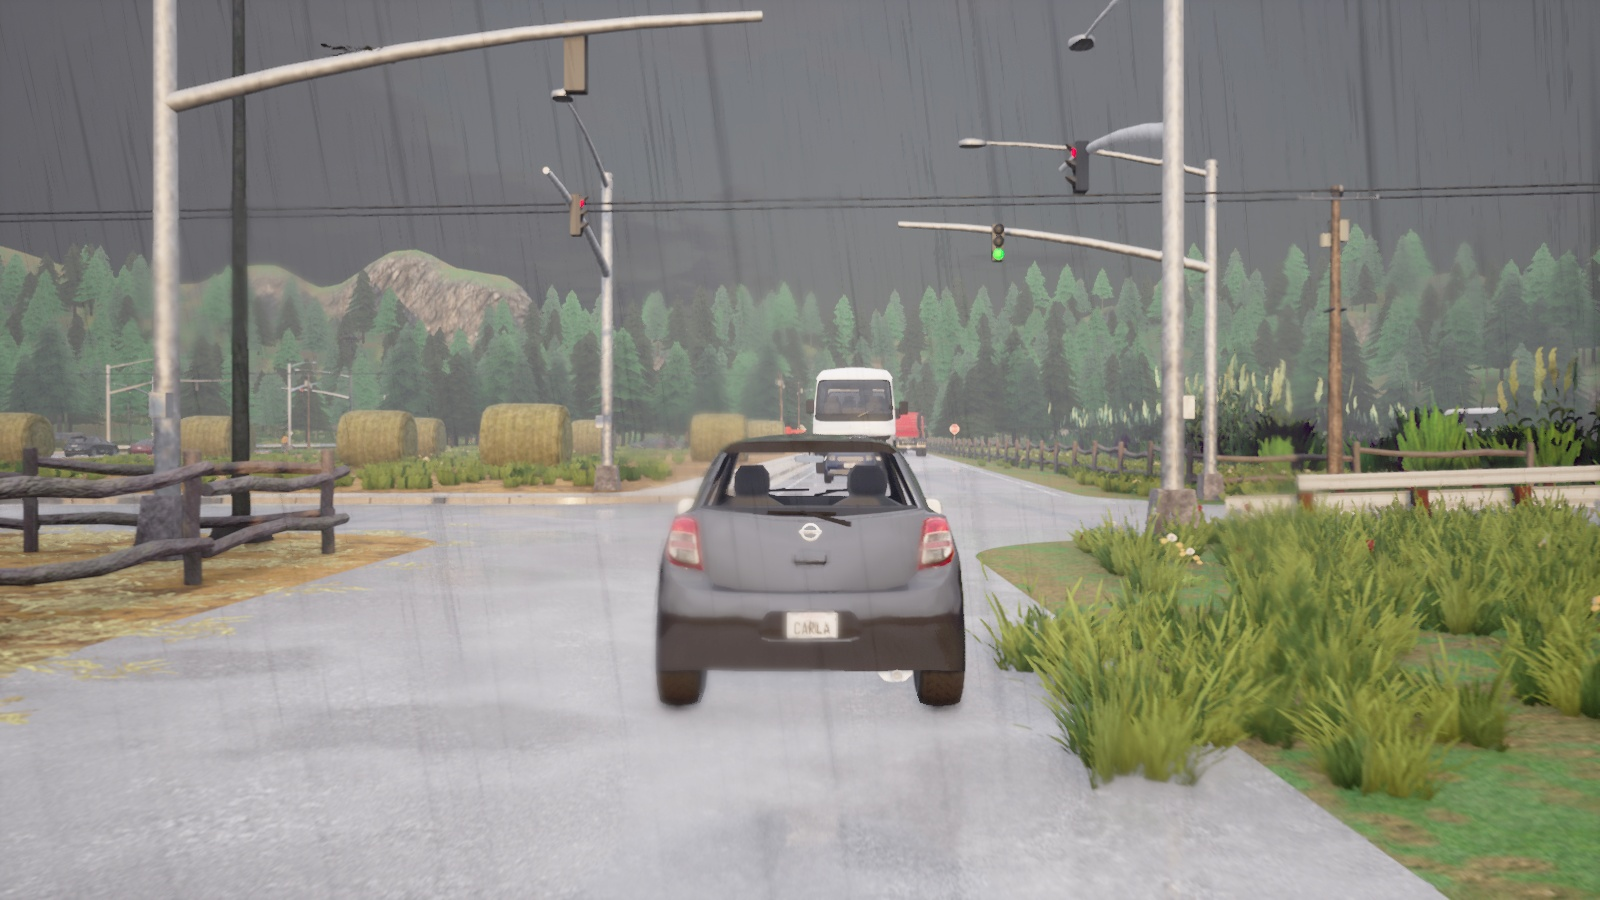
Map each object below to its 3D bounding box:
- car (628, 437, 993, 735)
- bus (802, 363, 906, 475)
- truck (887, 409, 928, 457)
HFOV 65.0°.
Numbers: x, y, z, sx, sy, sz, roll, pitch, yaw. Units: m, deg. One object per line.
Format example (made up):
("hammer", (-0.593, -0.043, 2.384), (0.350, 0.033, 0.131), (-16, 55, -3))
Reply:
("car", (0.061, 0.674, 8.182), (1.845, 1.501, 3.633), (0, 1, 0))
("bus", (2.326, -1.221, 52.759), (3.944, 4.253, 10.273), (0, 1, 3))
("truck", (8.159, -1.278, 95.905), (2.891, 3.462, 7.936), (0, 1, 3))
